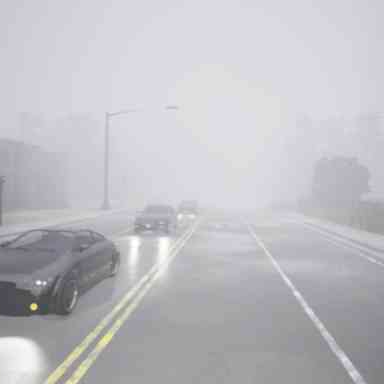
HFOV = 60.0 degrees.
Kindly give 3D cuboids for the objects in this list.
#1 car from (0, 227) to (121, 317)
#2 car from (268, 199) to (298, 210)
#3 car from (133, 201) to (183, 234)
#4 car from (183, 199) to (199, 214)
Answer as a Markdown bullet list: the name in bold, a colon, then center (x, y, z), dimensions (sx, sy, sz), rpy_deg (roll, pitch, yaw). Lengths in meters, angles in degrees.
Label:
- **car**: center (-3.033, 1.494, 7.317), dimensions (1.994, 1.385, 4.181), rpy_deg (1, 0, 5)
- **car**: center (12.520, 1.669, 43.847), dimensions (4.902, 1.511, 2.128), rpy_deg (1, 0, -2)
- **car**: center (-1.929, 1.442, 18.883), dimensions (1.837, 1.490, 4.892), rpy_deg (1, 0, 6)
- **car**: center (-0.300, 1.493, 35.096), dimensions (2.033, 1.411, 5.357), rpy_deg (1, 0, 5)
